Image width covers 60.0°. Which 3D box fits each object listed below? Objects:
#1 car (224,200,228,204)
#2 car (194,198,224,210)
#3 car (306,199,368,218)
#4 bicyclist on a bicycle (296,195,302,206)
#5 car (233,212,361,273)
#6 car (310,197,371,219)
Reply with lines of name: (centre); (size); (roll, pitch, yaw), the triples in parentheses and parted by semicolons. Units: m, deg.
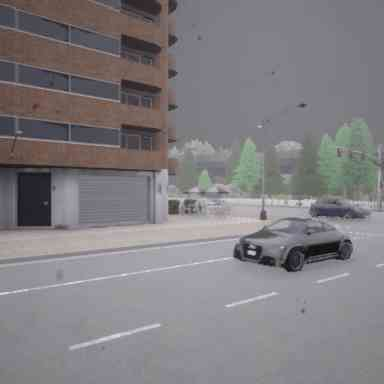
car: (3.417, 1.508, 44.564); (1.994, 1.385, 4.181); (0, 0, -39)
car: (1.427, 1.470, 41.541); (1.812, 1.442, 4.674); (0, 0, -38)
car: (13.423, 1.437, 31.085); (2.128, 1.511, 4.902); (0, 0, -36)
bicyclist on a bicycle: (15.294, 1.245, 47.289); (1.656, 1.620, 0.582); (0, 0, -36)
car: (3.334, 1.564, 10.752); (4.181, 1.385, 1.994); (0, 0, -36)
car: (11.997, 1.297, 27.085); (2.097, 1.767, 4.553); (0, 0, -36)
